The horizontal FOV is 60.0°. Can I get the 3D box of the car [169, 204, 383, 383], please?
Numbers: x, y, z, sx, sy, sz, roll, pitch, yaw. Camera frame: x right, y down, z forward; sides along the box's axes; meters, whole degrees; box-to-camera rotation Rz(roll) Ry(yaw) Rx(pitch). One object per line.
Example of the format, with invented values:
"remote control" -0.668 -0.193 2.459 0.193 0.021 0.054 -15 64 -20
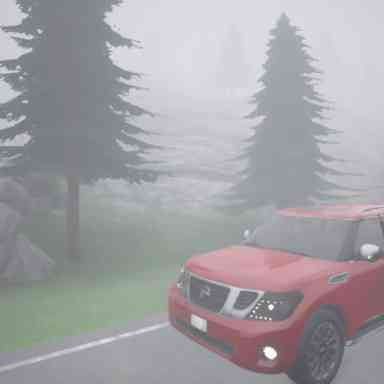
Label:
"car" 2.312 1.255 5.695 5.566 2.045 2.150 0 0 -36
